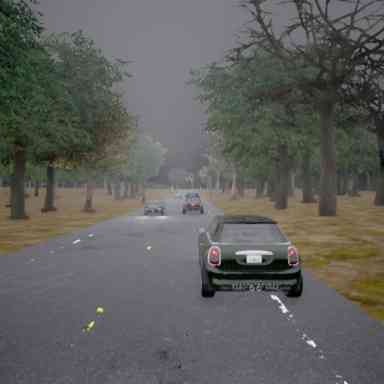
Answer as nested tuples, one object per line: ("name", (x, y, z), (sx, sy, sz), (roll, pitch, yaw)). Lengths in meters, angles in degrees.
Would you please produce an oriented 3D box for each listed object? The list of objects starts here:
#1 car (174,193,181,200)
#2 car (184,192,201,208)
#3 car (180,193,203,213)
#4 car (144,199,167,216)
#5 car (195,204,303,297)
("car", (-3.361, 1.070, 80.991), (1.812, 1.442, 4.674), (0, 0, 0))
("car", (0.110, 1.087, 46.849), (2.150, 2.045, 5.566), (0, 1, 1))
("car", (0.132, 1.298, 35.627), (2.097, 1.767, 4.553), (0, 0, 0))
("car", (-3.543, 1.468, 32.611), (1.837, 1.490, 4.892), (0, 0, 0))
("car", (1.239, 1.354, 8.726), (2.097, 1.767, 4.553), (0, 0, 0))
